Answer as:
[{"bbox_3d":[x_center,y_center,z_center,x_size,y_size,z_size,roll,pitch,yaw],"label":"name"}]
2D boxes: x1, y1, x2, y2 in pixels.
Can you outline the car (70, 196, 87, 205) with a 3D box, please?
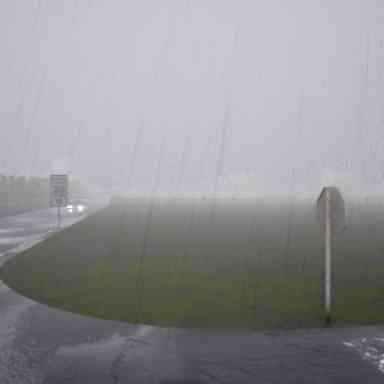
[{"bbox_3d":[-17.104,1.279,50.124,1.895,1.301,4.718,0,0,-9],"label":"car"}]
